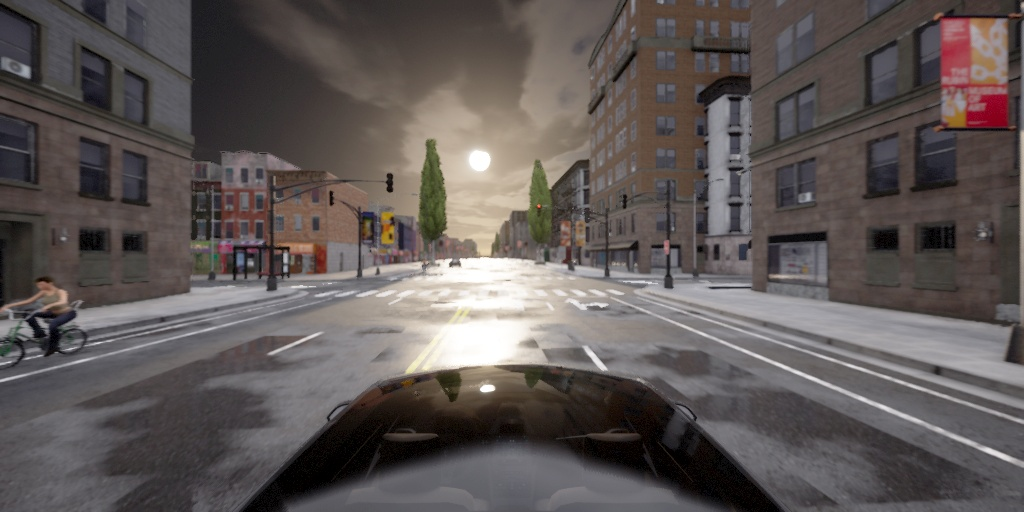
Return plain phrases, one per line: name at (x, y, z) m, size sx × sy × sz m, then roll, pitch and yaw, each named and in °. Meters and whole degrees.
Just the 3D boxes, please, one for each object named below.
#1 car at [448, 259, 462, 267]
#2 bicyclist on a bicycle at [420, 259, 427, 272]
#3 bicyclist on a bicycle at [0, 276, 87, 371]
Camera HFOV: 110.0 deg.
car at (-9.525, 1.211, 60.265) m, size 1.994 × 1.385 × 4.181 m, roll 0°, pitch 0°, yaw -4°
bicyclist on a bicycle at (-10.381, 1.107, 42.318) m, size 0.866 × 1.612 × 1.509 m, roll 0°, pitch 0°, yaw -4°
bicyclist on a bicycle at (-8.812, 1.178, 6.695) m, size 0.866 × 1.612 × 1.509 m, roll 0°, pitch 0°, yaw -1°
